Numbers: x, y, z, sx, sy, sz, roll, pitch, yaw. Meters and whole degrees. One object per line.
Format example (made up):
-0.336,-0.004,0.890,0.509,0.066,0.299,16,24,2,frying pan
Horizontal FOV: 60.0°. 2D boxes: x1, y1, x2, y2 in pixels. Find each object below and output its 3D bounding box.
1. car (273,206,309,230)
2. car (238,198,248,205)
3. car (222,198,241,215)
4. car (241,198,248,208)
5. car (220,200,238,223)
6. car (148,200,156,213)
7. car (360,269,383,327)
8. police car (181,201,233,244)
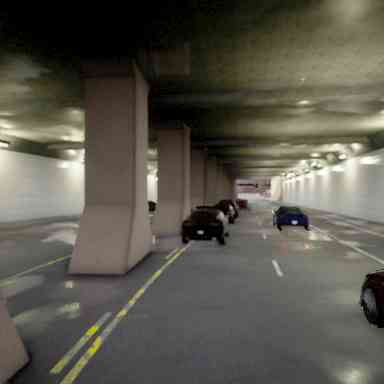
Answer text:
6.380,1.616,21.669,1.812,1.442,4.674,0,0,9,car
10.033,1.868,65.478,1.895,1.301,4.718,0,0,10,car
3.405,1.482,32.123,2.097,1.767,4.553,0,0,10,car
7.402,1.773,51.166,1.994,1.385,4.181,0,0,10,car
2.418,1.633,26.234,1.812,1.442,4.674,0,0,10,car
-5.313,1.674,37.850,1.812,1.442,4.674,0,0,10,car
3.952,1.584,4.377,1.994,1.385,4.181,0,0,4,car
0.781,1.492,16.481,1.930,1.638,5.238,0,0,10,police car
